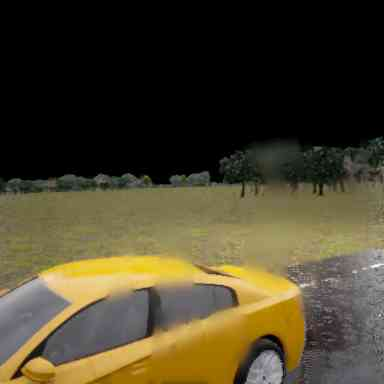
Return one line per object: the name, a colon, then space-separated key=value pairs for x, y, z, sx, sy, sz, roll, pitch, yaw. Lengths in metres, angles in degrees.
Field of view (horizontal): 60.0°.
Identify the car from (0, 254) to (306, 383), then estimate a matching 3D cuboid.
car: x=-0.973 y=1.474 z=3.299 sx=5.008 sy=1.535 sz=1.882 roll=0 pitch=0 yaw=-36
